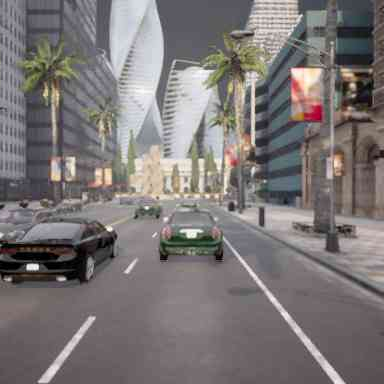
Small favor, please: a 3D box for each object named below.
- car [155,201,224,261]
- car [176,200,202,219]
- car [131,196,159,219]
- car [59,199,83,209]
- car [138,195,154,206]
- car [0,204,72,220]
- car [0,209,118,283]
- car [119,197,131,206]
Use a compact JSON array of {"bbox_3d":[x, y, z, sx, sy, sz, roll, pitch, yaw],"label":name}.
[{"bbox_3d":[-0.044,1.366,12.531,2.097,1.767,4.553,0,0,-1],"label":"car"},{"bbox_3d":[-0.307,1.527,30.165,2.128,1.511,4.902,0,0,-1],"label":"car"},{"bbox_3d":[-3.804,1.387,29.908,2.097,1.767,4.553,0,0,-1],"label":"car"},{"bbox_3d":[-14.127,1.525,38.744,2.231,1.521,4.892,0,0,-1],"label":"car"},{"bbox_3d":[-7.868,1.418,57.345,2.097,1.767,4.553,0,0,0],"label":"car"},{"bbox_3d":[-7.266,1.508,14.496,2.128,1.511,4.902,0,0,-1],"label":"car"},{"bbox_3d":[-3.504,1.489,9.730,1.882,1.535,5.008,0,0,-1],"label":"car"},{"bbox_3d":[-11.371,1.570,57.599,1.837,1.490,4.892,0,0,0],"label":"car"}]
